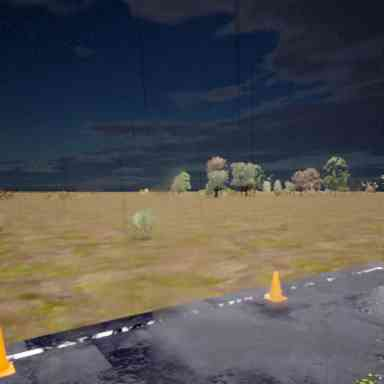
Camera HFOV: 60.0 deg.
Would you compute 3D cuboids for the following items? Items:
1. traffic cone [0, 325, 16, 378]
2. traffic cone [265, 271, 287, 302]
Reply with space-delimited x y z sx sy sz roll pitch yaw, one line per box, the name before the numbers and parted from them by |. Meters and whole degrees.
traffic cone | -2.408 1.944 4.135 0.340 0.580 0.340 0 0 -35
traffic cone | 1.770 1.951 7.001 0.340 0.580 0.340 0 0 -34
